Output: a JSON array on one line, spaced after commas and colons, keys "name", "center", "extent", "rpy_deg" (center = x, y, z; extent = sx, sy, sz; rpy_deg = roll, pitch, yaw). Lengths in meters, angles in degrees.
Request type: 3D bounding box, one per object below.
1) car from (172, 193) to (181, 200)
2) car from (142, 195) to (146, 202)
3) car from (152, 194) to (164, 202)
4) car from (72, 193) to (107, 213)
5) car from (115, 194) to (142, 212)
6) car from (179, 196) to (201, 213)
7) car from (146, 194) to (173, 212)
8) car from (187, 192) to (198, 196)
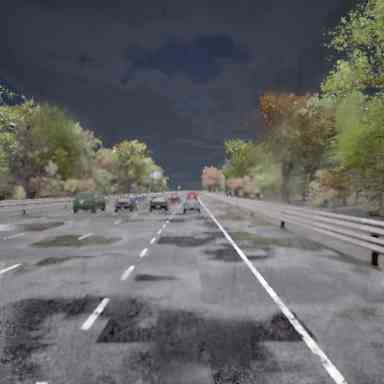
[{"name": "car", "center": [-3.406, 1.060, 68.238], "extent": [2.097, 1.767, 4.553], "rpy_deg": [0, 0, 1]}, {"name": "car", "center": [-10.416, 1.236, 67.818], "extent": [1.812, 1.442, 4.674], "rpy_deg": [0, 0, 1]}, {"name": "car", "center": [-6.914, 1.212, 68.296], "extent": [1.837, 1.490, 4.892], "rpy_deg": [0, 0, 1]}, {"name": "car", "center": [-10.494, 1.073, 34.362], "extent": [2.150, 2.045, 5.566], "rpy_deg": [0, 1, 0]}, {"name": "car", "center": [-6.978, 1.350, 35.829], "extent": [1.837, 1.490, 4.892], "rpy_deg": [0, 1, 0]}, {"name": "car", "center": [0.005, 1.396, 34.446], "extent": [2.033, 1.411, 5.357], "rpy_deg": [0, 0, 0]}, {"name": "car", "center": [-3.470, 1.317, 36.643], "extent": [1.882, 1.535, 5.008], "rpy_deg": [0, 0, 1]}, {"name": "car", "center": [0.083, 0.927, 68.614], "extent": [2.150, 2.045, 5.566], "rpy_deg": [0, 0, 1]}]
